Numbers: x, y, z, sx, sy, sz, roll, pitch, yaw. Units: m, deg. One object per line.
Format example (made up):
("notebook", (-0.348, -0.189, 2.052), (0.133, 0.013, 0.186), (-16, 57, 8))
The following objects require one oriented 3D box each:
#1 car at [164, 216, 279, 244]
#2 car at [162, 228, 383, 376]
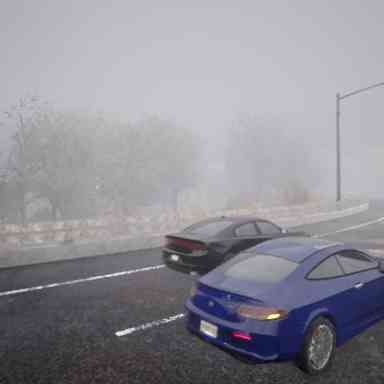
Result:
("car", (1.480, 1.420, 9.615), (5.008, 1.535, 1.882), (0, 0, -40))
("car", (2.005, 1.484, 5.505), (4.674, 1.442, 1.812), (-1, 0, -38))
